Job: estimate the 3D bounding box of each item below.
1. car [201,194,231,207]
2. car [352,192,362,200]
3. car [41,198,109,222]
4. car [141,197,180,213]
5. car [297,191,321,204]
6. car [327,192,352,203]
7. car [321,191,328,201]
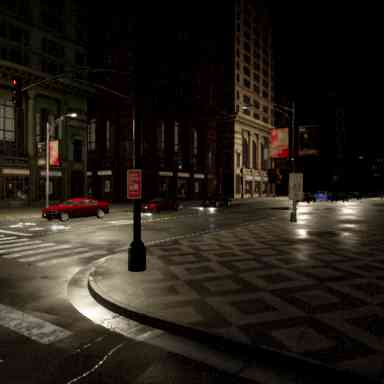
[{"bbox_3d":[3.020,1.009,40.268,1.837,1.490,4.892,0,1,35],"label":"car"},{"bbox_3d":[29.524,0.677,60.429,1.812,1.442,4.674,0,1,35],"label":"car"},{"bbox_3d":[-8.379,1.231,24.233,1.882,1.535,5.008,0,1,35],"label":"car"},{"bbox_3d":[-3.014,1.199,31.783,1.994,1.385,4.181,0,1,36],"label":"car"},{"bbox_3d":[16.189,0.862,47.265,2.128,1.511,4.902,0,1,35],"label":"car"},{"bbox_3d":[22.370,0.835,50.351,1.812,1.442,4.674,0,1,36],"label":"car"},{"bbox_3d":[22.030,0.594,55.492,2.097,1.767,4.553,0,1,36],"label":"car"}]
